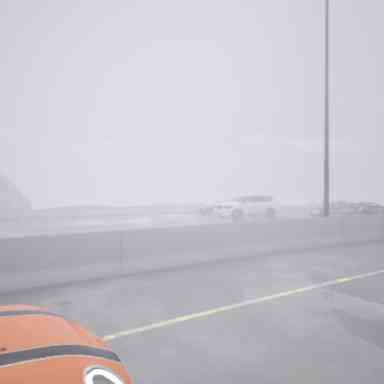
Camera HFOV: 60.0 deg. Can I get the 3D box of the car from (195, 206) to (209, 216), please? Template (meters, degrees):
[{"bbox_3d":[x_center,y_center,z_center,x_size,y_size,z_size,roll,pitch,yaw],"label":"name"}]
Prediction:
[{"bbox_3d":[2.636,1.541,29.994,4.718,1.301,1.895,0,0,-28],"label":"car"}]

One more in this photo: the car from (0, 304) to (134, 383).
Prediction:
[{"bbox_3d":[-2.545,1.342,1.825,4.553,1.767,2.097,0,0,-36],"label":"car"}]

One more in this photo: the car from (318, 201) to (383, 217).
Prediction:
[{"bbox_3d":[11.405,1.465,22.702,4.902,1.511,2.128,0,0,-26],"label":"car"}]

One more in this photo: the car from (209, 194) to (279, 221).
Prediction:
[{"bbox_3d":[4.511,1.172,27.025,5.566,2.045,2.150,0,0,-28],"label":"car"}]

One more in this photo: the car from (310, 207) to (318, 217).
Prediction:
[{"bbox_3d":[11.733,1.458,26.760,4.902,1.511,2.128,0,0,-26],"label":"car"}]
